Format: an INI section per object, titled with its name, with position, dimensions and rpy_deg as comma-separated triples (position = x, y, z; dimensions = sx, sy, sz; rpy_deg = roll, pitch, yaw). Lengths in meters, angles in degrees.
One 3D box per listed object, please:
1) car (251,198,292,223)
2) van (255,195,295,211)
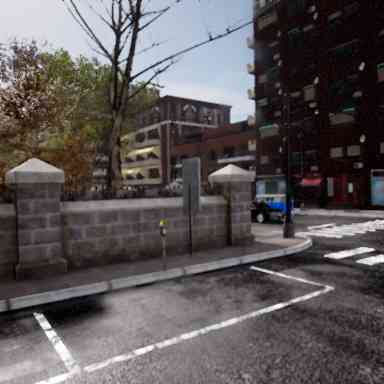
[car]
position = 4.491, 1.384, 24.233
dimensions = 1.837, 1.490, 4.892
rpy_deg = -2, 0, -36
[van]
position = 7.308, 1.126, 30.195
dimensions = 1.690, 1.788, 3.998
rpy_deg = -3, 1, -36
